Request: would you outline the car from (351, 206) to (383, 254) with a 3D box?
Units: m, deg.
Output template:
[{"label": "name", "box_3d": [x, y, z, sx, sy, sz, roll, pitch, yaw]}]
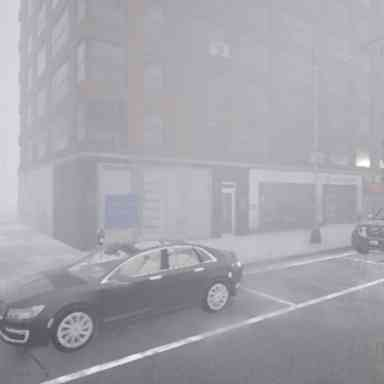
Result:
[{"label": "car", "box_3d": [8.110, 1.376, 12.549, 5.009, 1.841, 2.192, 0, 0, -35]}]

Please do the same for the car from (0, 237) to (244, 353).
[{"label": "car", "box_3d": [-1.002, 1.562, 6.050, 4.403, 1.369, 2.008, 0, 0, -35]}]
